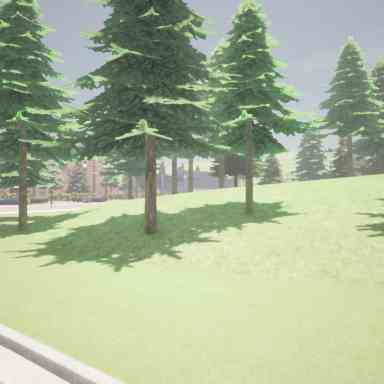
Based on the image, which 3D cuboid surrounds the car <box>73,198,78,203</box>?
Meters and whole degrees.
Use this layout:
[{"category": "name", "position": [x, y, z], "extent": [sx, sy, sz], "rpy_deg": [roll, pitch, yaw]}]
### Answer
[{"category": "car", "position": [-21.448, 1.595, 68.592], "extent": [1.895, 1.301, 4.718], "rpy_deg": [0, 0, 35]}]

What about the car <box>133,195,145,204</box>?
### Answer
[{"category": "car", "position": [-9.622, 1.352, 65.419], "extent": [2.097, 1.767, 4.553], "rpy_deg": [0, 0, 35]}]

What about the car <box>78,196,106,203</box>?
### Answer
[{"category": "car", "position": [-19.294, 1.492, 65.604], "extent": [2.128, 1.511, 4.902], "rpy_deg": [0, 0, 36]}]

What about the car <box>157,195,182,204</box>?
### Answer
[{"category": "car", "position": [-4.774, 1.352, 66.151], "extent": [2.097, 1.767, 4.553], "rpy_deg": [0, 0, 36]}]

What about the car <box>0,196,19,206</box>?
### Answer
[{"category": "car", "position": [-28.973, 1.526, 51.965], "extent": [1.812, 1.442, 4.674], "rpy_deg": [0, 0, 34]}]

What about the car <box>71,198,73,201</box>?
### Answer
[{"category": "car", "position": [-23.566, 1.595, 71.665], "extent": [1.895, 1.301, 4.718], "rpy_deg": [0, 0, 35]}]

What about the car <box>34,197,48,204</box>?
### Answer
[{"category": "car", "position": [-29.792, 1.601, 62.809], "extent": [1.895, 1.301, 4.718], "rpy_deg": [0, 0, 35]}]

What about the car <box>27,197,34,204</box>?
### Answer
[{"category": "car", "position": [-30.166, 1.477, 56.328], "extent": [1.882, 1.535, 5.008], "rpy_deg": [0, 0, 35]}]
